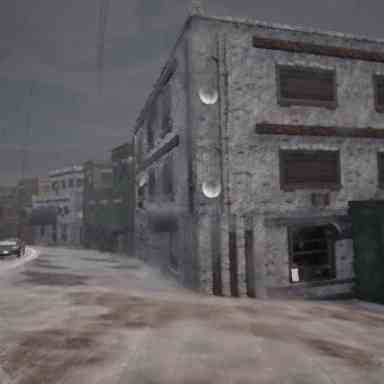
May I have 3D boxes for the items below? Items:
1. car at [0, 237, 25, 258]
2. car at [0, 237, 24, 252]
[{"bbox_3d":[-14.999,4.667,27.440,1.812,1.442,4.674,-1,-6,-22],"label":"car"},{"bbox_3d":[-22.312,6.398,41.149,2.128,1.511,4.902,0,-6,-34],"label":"car"}]
